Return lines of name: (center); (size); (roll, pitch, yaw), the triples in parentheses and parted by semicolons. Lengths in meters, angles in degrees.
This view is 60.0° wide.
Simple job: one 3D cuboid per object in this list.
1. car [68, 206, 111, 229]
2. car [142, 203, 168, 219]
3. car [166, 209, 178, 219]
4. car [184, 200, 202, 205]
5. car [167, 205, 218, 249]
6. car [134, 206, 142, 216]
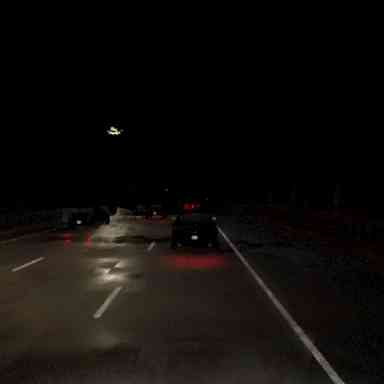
car: (-6.897, 1.667, 22.621); (1.812, 1.442, 4.674); (0, 0, 0)
car: (-3.397, 1.833, 32.614); (1.812, 1.442, 4.674); (0, -2, 0)
car: (-3.395, 3.891, 58.104); (1.812, 1.442, 4.674); (0, -6, 0)
car: (0.103, 2.096, 43.318); (2.150, 2.045, 5.566); (0, -4, 0)
car: (0.102, 1.572, 15.042); (1.882, 1.535, 5.008); (0, 0, 0)
car: (-6.895, 2.689, 46.494); (2.033, 1.411, 5.357); (0, -5, 0)
